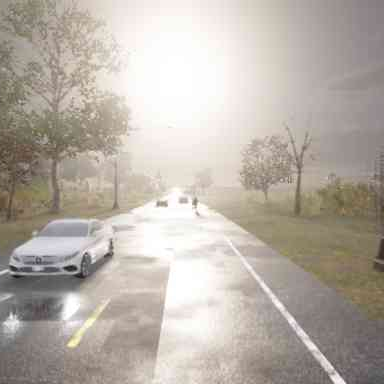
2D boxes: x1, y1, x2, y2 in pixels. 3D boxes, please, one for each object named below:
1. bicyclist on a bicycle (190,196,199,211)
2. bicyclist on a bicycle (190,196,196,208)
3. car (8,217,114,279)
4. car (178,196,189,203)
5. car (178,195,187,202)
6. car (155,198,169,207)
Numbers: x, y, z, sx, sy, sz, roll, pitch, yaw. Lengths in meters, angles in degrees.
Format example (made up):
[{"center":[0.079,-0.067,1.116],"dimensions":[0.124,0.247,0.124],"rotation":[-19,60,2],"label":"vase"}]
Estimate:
[{"center":[0.425,1.370,37.045],"dimensions":[0.659,1.776,1.843],"rotation":[0,0,-2],"label":"bicyclist on a bicycle"},{"center":[0.137,1.434,47.111],"dimensions":[0.866,1.612,1.509],"rotation":[0,0,-2],"label":"bicyclist on a bicycle"},{"center":[-3.656,1.527,10.175],"dimensions":[1.812,1.442,4.674],"rotation":[0,0,0],"label":"car"},{"center":[-1.730,1.556,68.827],"dimensions":[1.994,1.385,4.181],"rotation":[0,0,-2],"label":"car"},{"center":[-2.195,1.531,77.999],"dimensions":[2.033,1.411,5.357],"rotation":[0,0,-3],"label":"car"},{"center":[-4.568,1.600,50.958],"dimensions":[1.895,1.301,4.718],"rotation":[0,0,-2],"label":"car"}]
